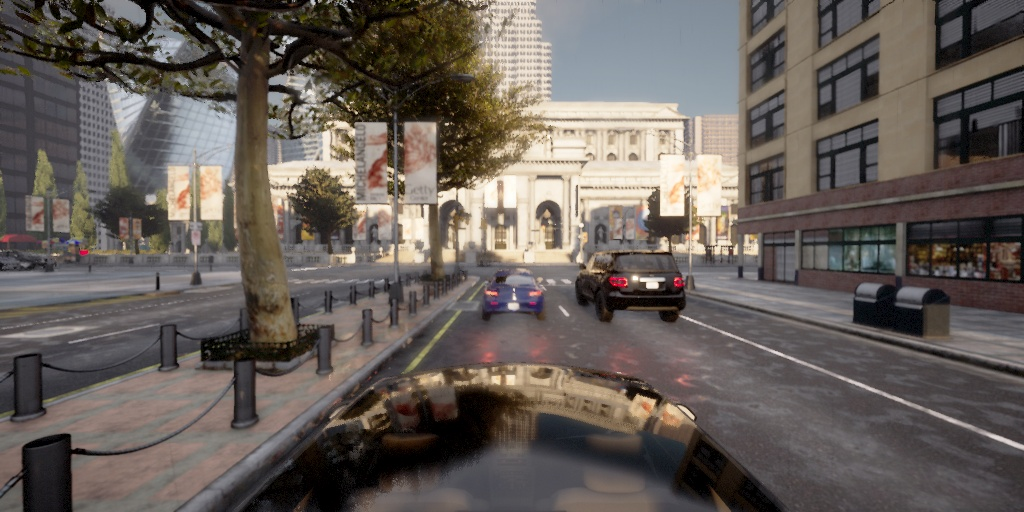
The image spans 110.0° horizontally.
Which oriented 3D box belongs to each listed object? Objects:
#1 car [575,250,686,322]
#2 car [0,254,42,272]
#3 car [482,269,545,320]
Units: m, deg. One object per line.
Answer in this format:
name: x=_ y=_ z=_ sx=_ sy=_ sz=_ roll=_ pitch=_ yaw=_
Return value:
car: x=3.566 y=0.826 z=11.806 sx=2.150 sy=2.045 sz=5.566 roll=0 pitch=0 yaw=0
car: x=-50.862 y=0.769 z=35.547 sx=4.902 sy=1.511 sz=2.128 roll=0 pitch=1 yaw=-5
car: x=0.060 y=1.135 z=11.788 sx=1.812 sy=1.442 sz=4.674 roll=0 pitch=1 yaw=0
